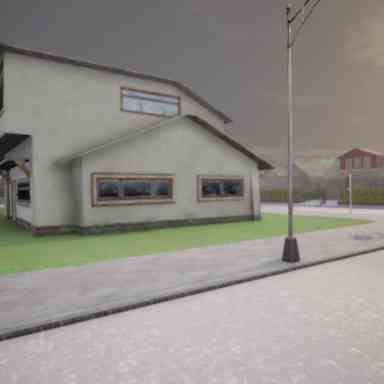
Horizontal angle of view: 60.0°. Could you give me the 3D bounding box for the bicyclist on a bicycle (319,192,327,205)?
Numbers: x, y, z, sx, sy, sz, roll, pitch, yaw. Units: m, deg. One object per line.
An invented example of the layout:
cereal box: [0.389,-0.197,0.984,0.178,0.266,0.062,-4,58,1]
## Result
bicyclist on a bicycle: [15.872,0.763,40.358,1.656,1.620,0.582,-1,1,-35]
